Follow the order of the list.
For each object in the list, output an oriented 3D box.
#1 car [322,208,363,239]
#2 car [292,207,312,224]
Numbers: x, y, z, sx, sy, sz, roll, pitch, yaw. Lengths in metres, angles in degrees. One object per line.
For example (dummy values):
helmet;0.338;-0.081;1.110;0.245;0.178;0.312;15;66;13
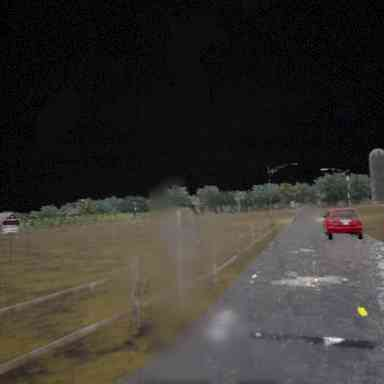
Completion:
car;10.681;2.199;23.785;2.150;2.045;5.566;-3;-3;19
car;14.577;3.062;43.896;2.150;2.045;5.566;-3;-3;19
